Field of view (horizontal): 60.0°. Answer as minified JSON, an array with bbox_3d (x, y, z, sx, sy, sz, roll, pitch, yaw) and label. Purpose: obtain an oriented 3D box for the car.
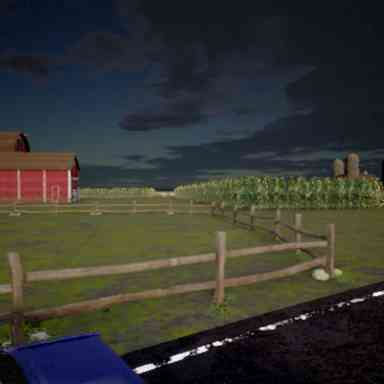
[{"bbox_3d":[-2.339,1.594,1.319,4.718,1.301,1.895,0,0,-35],"label":"car"}]
